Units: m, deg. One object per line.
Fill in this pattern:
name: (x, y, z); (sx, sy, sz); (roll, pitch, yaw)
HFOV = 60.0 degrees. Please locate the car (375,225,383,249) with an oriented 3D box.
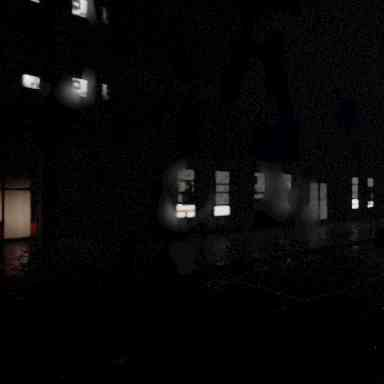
car: (8.784, 1.450, 12.818); (4.507, 1.381, 1.887); (0, 1, -35)
